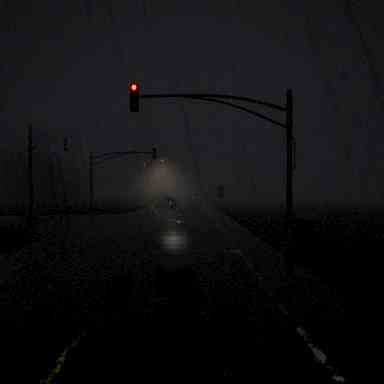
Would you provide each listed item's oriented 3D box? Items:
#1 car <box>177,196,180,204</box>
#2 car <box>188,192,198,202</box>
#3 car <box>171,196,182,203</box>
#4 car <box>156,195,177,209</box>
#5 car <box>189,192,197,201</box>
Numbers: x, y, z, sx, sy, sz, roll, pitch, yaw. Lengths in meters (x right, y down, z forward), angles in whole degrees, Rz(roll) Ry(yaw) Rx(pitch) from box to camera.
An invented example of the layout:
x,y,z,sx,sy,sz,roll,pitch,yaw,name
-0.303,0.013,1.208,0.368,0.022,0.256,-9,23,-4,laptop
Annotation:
x,y,z,sx,sy,sz,roll,pitch,yaw,name
-3.431,1.308,52.298,2.097,1.767,4.553,0,0,0,car
0.227,1.277,71.872,2.097,1.767,4.553,0,0,0,car
-3.286,1.476,70.859,1.994,1.385,4.181,0,0,0,car
-3.459,1.320,43.517,2.097,1.767,4.553,0,0,0,car
0.260,1.115,85.836,2.150,2.045,5.566,0,0,0,car
